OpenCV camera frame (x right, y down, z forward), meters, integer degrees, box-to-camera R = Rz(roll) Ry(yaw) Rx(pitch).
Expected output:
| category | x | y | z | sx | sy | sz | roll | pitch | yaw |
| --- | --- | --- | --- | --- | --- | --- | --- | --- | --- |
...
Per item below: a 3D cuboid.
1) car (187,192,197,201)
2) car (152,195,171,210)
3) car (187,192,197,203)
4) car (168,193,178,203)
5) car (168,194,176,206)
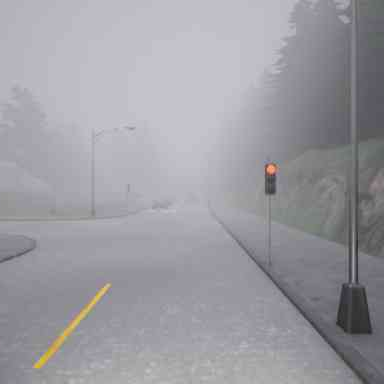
| category | x | y | z | sx | sy | sz | roll | pitch | yaw |
| --- | --- | --- | --- | --- | --- | --- | --- | --- | --- |
| car | -0.016 | 1.108 | 78.413 | 2.150 | 2.045 | 5.566 | 0 | 0 | 0 |
| car | -4.093 | 1.526 | 43.507 | 1.812 | 1.442 | 4.674 | 0 | 0 | 0 |
| car | -0.014 | 1.352 | 68.317 | 2.097 | 1.767 | 4.553 | 0 | 0 | 0 |
| car | -4.034 | 1.223 | 67.519 | 2.150 | 2.045 | 5.566 | 0 | 0 | 0 |
| car | -4.101 | 1.477 | 53.799 | 1.882 | 1.535 | 5.008 | 0 | 0 | 0 |
